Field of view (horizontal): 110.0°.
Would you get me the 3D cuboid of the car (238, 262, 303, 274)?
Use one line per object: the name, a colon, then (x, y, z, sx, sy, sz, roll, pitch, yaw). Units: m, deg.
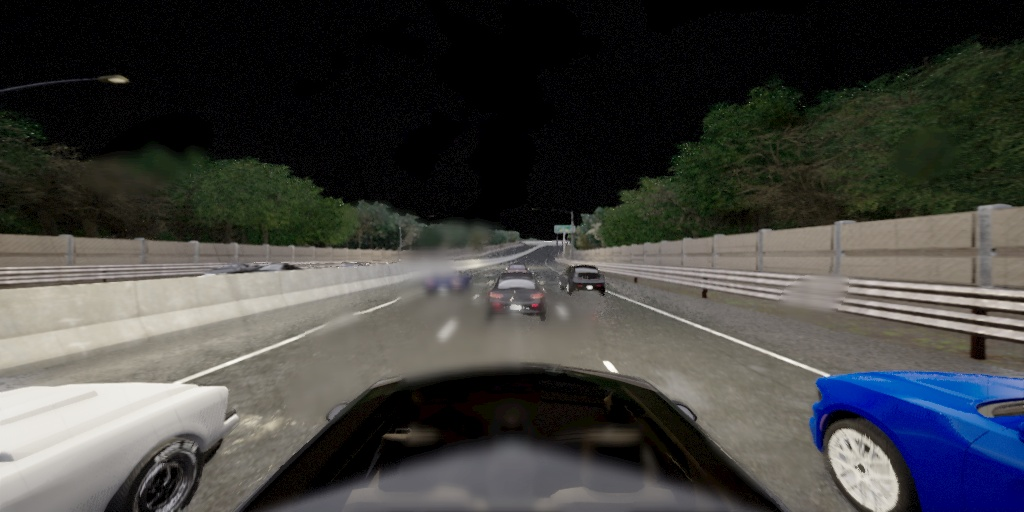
car: (-17.303, 1.281, 26.469, 1.812, 1.442, 4.674, 0, 0, 1)

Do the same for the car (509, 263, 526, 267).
car: (0.467, 1.326, 30.015, 2.033, 1.411, 5.357, 0, 0, 1)

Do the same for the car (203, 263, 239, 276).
car: (-20.785, 1.246, 27.192, 2.128, 1.511, 4.902, 0, 0, 1)

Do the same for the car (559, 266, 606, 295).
car: (3.762, 1.259, 19.596, 1.837, 1.490, 4.892, 0, 0, 1)

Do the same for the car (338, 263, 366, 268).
car: (-13.693, 1.316, 30.694, 2.033, 1.411, 5.357, 0, 0, 2)

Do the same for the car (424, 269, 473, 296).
car: (-3.246, 1.349, 19.354, 1.895, 1.301, 4.718, 0, 0, 1)

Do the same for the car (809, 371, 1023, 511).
car: (3.610, 1.230, 1.155, 1.882, 1.535, 5.008, 0, 0, 0)

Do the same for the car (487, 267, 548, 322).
car: (0.165, 1.268, 12.164, 1.812, 1.442, 4.674, 0, 0, 1)

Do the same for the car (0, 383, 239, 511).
car: (-3.393, 1.351, 1.064, 1.895, 1.301, 4.718, 0, 0, 0)
